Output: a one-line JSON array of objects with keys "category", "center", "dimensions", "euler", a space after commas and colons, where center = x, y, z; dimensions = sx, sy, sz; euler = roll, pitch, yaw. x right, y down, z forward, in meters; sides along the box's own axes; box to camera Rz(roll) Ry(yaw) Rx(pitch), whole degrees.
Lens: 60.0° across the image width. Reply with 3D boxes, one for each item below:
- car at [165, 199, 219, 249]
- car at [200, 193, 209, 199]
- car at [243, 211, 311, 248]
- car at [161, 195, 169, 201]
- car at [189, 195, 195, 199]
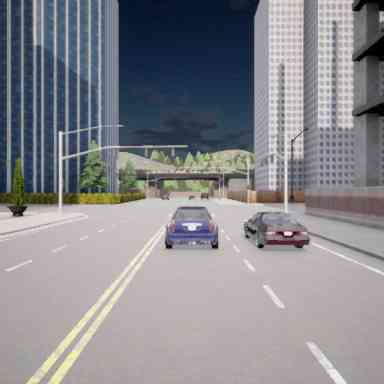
[{"category": "car", "center": [0.000, 1.364, 14.620], "dimensions": [2.097, 1.767, 4.553], "euler": [0, 0, 0]}, {"category": "car", "center": [3.500, 1.201, 91.124], "dimensions": [2.150, 2.045, 5.566], "euler": [0, 0, 0]}, {"category": "car", "center": [3.500, 1.561, 14.650], "dimensions": [2.033, 1.411, 5.357], "euler": [0, 0, 0]}, {"category": "car", "center": [-7.000, 1.493, 87.745], "dimensions": [1.837, 1.490, 4.892], "euler": [0, 0, 0]}, {"category": "car", "center": [0.000, 1.500, 91.095], "dimensions": [1.812, 1.442, 4.674], "euler": [0, 0, 0]}]
